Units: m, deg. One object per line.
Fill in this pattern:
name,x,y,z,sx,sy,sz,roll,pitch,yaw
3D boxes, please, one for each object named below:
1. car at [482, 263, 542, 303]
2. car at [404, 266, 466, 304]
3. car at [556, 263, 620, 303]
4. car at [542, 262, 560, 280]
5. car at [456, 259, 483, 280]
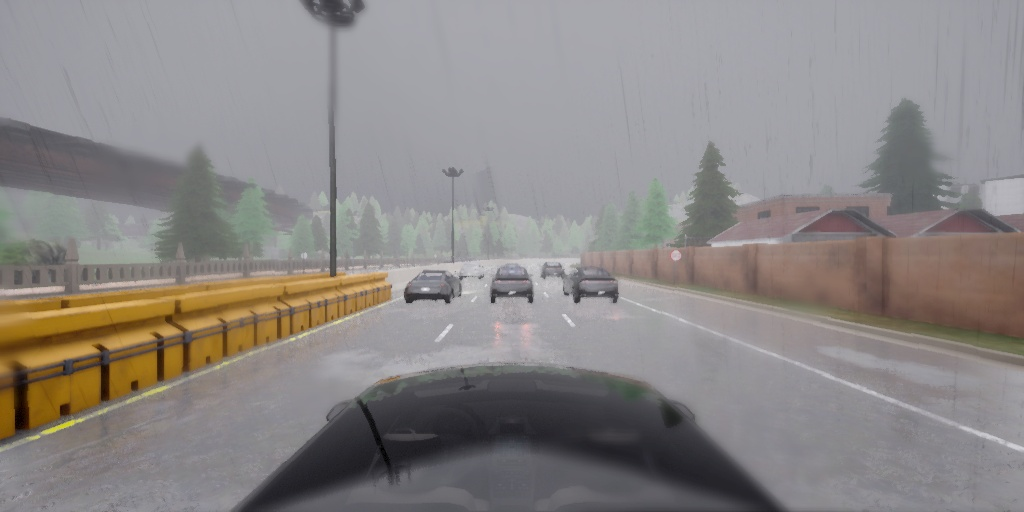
car,0.000,1.242,16.500,2.128,1.511,4.902,0,0,0
car,-3.500,1.319,16.500,1.994,1.385,4.181,0,0,0
car,3.500,1.242,16.500,2.128,1.511,4.902,0,0,0
car,3.500,1.243,31.500,2.128,1.511,4.902,0,0,0
car,-3.500,1.280,31.500,1.812,1.442,4.674,0,0,0
